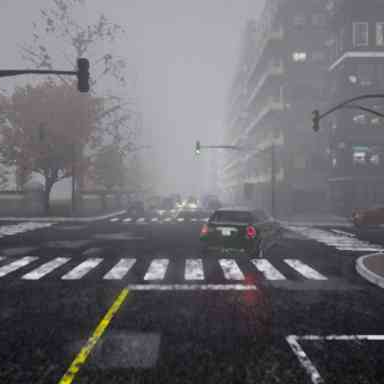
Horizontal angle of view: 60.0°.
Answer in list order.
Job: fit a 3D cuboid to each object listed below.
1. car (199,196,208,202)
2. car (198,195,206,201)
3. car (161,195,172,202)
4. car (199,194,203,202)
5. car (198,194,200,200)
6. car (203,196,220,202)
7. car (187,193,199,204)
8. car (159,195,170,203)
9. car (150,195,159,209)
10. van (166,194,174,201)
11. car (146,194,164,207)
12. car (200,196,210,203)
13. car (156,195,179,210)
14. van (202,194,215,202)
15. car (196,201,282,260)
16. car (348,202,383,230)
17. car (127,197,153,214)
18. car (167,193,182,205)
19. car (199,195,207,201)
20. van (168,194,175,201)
[{"bbox_3d":[2.708,1.588,80.158,2.008,1.369,4.403,0,0,0],"label":"car"},{"bbox_3d":[2.711,1.497,91.417,1.967,1.590,4.097,0,0,0],"label":"car"},{"bbox_3d":[-5.672,1.470,74.529,1.967,1.590,4.097,0,0,0],"label":"car"},{"bbox_3d":[2.705,1.450,57.638,1.967,1.590,4.097,0,0,0],"label":"car"},{"bbox_3d":[2.705,1.567,63.268,2.008,1.369,4.403,0,0,0],"label":"car"},{"bbox_3d":[2.701,1.543,40.746,1.887,1.381,4.507,0,0,0],"label":"car"},{"bbox_3d":[0.013,1.494,63.833,1.882,1.535,5.008,0,0,0],"label":"car"},{"bbox_3d":[-5.674,1.463,68.900,1.967,1.590,4.097,0,0,0],"label":"car"},{"bbox_3d":[-5.678,1.526,46.209,1.752,1.417,4.829,0,0,0],"label":"car"},{"bbox_3d":[-5.671,1.388,85.790,1.690,1.788,3.998,0,0,0],"label":"van"},{"bbox_3d":[-5.677,1.320,52.009,2.192,1.841,5.009,0,0,0],"label":"car"},{"bbox_3d":[2.706,1.567,68.897,1.887,1.381,4.507,0,0,0],"label":"car"},{"bbox_3d":[-3.084,1.503,42.741,1.837,1.490,4.892,0,0,0],"label":"car"},{"bbox_3d":[2.703,1.342,46.377,1.690,1.788,3.998,0,0,0],"label":"van"},{"bbox_3d":[2.003,1.349,12.753,2.097,1.767,4.553,0,0,25],"label":"car"},{"bbox_3d":[13.471,1.592,22.792,5.009,1.841,2.192,1,-1,-1],"label":"car"},{"bbox_3d":[-5.680,1.562,35.118,1.947,1.339,4.313,0,0,0],"label":"car"},{"bbox_3d":[-3.022,1.232,60.118,2.150,2.045,5.566,0,0,0],"label":"car"},{"bbox_3d":[2.709,1.591,85.788,1.887,1.381,4.507,0,0,0],"label":"car"},{"bbox_3d":[-5.669,1.398,91.419,1.690,1.788,3.998,0,0,0],"label":"van"}]
